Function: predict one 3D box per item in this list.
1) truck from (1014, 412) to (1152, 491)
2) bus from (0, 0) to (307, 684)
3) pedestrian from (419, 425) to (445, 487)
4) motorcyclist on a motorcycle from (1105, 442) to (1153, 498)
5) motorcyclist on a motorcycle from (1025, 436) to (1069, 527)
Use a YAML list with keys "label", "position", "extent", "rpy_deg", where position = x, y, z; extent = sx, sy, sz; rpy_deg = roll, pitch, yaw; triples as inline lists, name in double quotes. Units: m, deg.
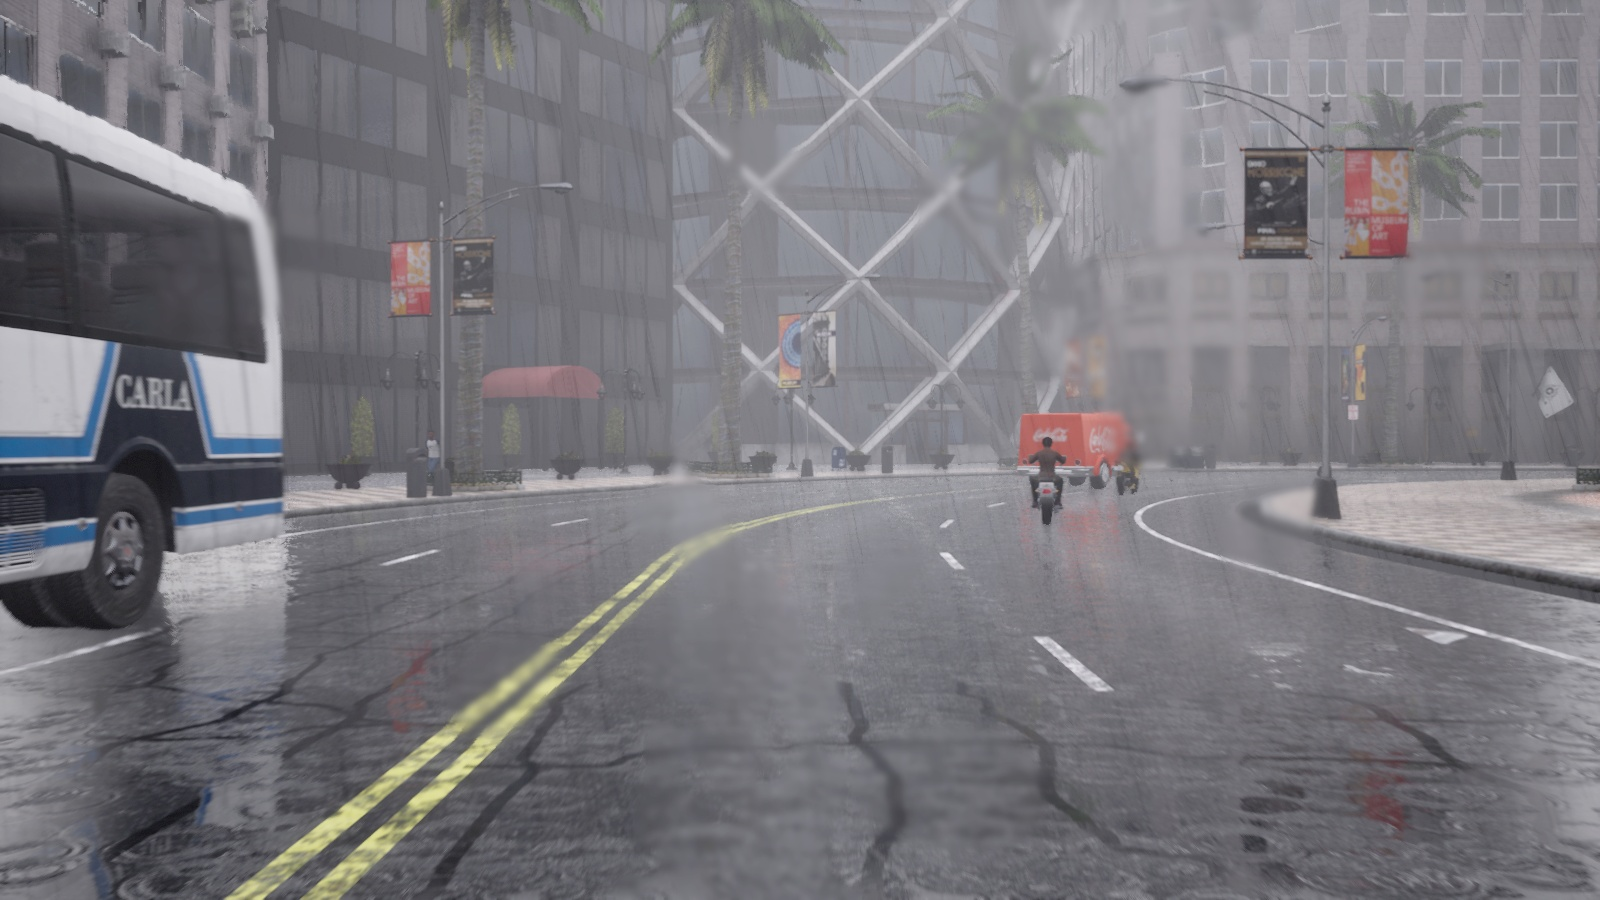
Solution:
- label: "truck"
  position: [9.556, 0.031, 42.039]
  extent: [2.627, 2.467, 5.204]
  rpy_deg: [0, 0, 37]
- label: "bus"
  position: [-6.922, -0.677, 7.351]
  extent: [3.944, 4.253, 10.273]
  rpy_deg: [0, 0, 1]
- label: "pedestrian"
  position: [-10.949, 0.183, 37.398]
  extent: [0.354, 1.836, 0.706]
  rpy_deg: [0, 0, 25]
- label: "motorcyclist on a motorcycle"
  position: [9.310, 0.536, 35.493]
  extent: [0.797, 1.523, 2.044]
  rpy_deg: [1, 1, 30]
- label: "motorcyclist on a motorcycle"
  position: [4.710, 0.566, 23.867]
  extent: [0.766, 1.649, 2.350]
  rpy_deg: [0, 0, 12]
